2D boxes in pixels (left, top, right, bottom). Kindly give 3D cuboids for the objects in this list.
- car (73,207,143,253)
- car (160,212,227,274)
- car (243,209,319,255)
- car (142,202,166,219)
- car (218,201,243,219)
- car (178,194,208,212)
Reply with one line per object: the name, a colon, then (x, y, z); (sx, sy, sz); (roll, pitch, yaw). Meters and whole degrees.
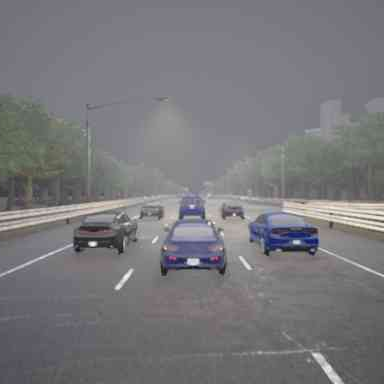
car: (-3.453, 1.576, 14.006); (1.837, 1.490, 4.892); (0, -1, 0)
car: (0.044, 1.581, 10.593); (1.812, 1.442, 4.674); (0, 0, 0)
car: (3.547, 1.548, 13.721); (1.882, 1.535, 5.008); (0, 0, 0)
car: (-3.490, 1.604, 29.876); (2.128, 1.511, 4.902); (0, 0, 0)
car: (3.510, 1.616, 29.957); (1.837, 1.490, 4.892); (0, 0, 0)
car: (0.011, 1.331, 28.931); (2.150, 2.045, 5.566); (0, 0, 0)
